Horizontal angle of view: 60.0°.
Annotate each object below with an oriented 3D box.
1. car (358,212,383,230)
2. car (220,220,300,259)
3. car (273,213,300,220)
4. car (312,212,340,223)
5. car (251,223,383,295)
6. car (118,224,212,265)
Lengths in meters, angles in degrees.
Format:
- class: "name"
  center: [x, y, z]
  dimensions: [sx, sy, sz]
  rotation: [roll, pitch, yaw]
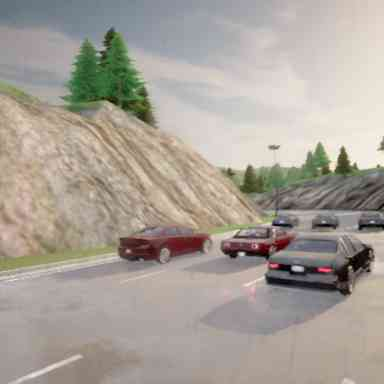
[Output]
- class: "car"
  center: [14.686, 2.288, 27.188]
  dimensions: [1.994, 1.385, 4.181]
  rotation: [-3, -3, 27]
- class: "car"
  center: [3.194, 2.149, 14.682]
  dimensions: [1.895, 1.301, 4.718]
  rotation: [-4, -3, 35]
- class: "car"
  center: [8.764, 2.634, 30.932]
  dimensions: [1.994, 1.385, 4.181]
  rotation: [-3, -3, 27]
- class: "car"
  center: [11.622, 2.456, 28.863]
  dimensions: [1.994, 1.385, 4.181]
  rotation: [-3, -3, 27]
- class: "car"
  center: [3.940, 1.858, 9.697]
  dimensions: [2.033, 1.411, 5.357]
  rotation: [-4, -3, 36]
- class: "car"
  center: [-1.002, 2.164, 14.851]
  dimensions: [1.882, 1.535, 5.008]
  rotation: [-3, -3, 36]
